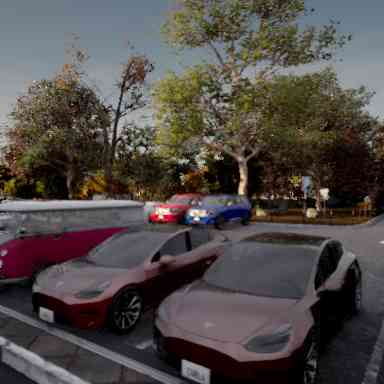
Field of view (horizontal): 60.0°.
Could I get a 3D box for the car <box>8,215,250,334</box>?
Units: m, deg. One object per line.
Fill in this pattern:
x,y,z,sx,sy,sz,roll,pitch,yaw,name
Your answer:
-0.859,1.487,7.077,2.163,1.488,4.792,0,0,35,car

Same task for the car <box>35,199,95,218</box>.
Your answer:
-11.655,1.434,30.811,2.163,1.488,4.792,0,0,35,car

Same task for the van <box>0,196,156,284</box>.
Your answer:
-3.193,1.221,8.630,1.878,1.987,4.442,0,0,35,van

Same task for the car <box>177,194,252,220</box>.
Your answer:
1.860,1.186,21.196,2.435,2.045,5.566,0,0,35,car

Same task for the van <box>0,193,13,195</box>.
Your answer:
-22.916,1.173,39.009,1.878,1.987,4.442,0,0,36,van

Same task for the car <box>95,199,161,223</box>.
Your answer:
-4.833,1.413,25.987,2.097,1.535,5.008,0,0,35,car

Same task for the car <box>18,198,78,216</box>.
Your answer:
-13.910,1.403,32.445,2.097,1.535,5.008,0,0,35,car

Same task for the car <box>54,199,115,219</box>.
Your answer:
-9.352,1.435,29.244,2.163,1.488,4.792,0,0,35,car

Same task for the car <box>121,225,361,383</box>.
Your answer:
1.425,1.497,5.451,2.163,1.488,4.792,0,0,35,car

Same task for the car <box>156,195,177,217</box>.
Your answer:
-0.310,1.176,22.739,2.435,2.045,5.566,0,0,35,car

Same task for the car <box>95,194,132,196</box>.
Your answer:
-7.117,1.157,27.584,2.435,2.045,5.566,0,0,35,car

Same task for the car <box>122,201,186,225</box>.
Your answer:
-2.664,1.459,24.447,2.002,1.452,4.674,0,0,35,car

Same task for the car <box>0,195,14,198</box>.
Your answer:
-16.284,1.399,33.915,1.946,1.575,5.366,0,0,35,car
